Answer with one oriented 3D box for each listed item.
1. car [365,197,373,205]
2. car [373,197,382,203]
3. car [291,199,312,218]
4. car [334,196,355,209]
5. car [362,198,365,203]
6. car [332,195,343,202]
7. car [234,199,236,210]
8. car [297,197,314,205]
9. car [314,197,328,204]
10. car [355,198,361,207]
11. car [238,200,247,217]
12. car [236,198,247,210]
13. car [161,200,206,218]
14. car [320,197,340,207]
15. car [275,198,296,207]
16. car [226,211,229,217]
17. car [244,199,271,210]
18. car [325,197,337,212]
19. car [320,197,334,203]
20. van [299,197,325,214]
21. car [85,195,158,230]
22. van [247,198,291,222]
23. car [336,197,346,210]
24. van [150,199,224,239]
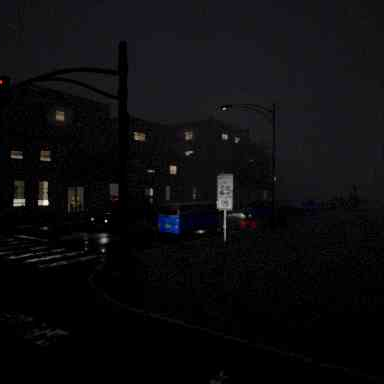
[{"bbox_3d":[34.842,1.810,67.338,1.887,1.381,4.507,0,0,35],"label":"car"},{"bbox_3d":[44.373,1.900,80.887,1.947,1.339,4.313,0,0,35],"label":"car"},{"bbox_3d":[9.427,1.656,31.206,1.887,1.381,4.507,0,0,35],"label":"car"},{"bbox_3d":[22.136,1.497,49.273,2.192,1.841,5.009,0,0,35],"label":"car"},{"bbox_3d":[28.587,1.748,58.445,1.752,1.417,4.829,0,0,35],"label":"car"},{"bbox_3d":[37.529,1.713,85.723,1.967,1.590,4.097,0,0,35],"label":"car"},{"bbox_3d":[5.762,1.507,40.560,1.967,1.590,4.097,0,0,35],"label":"car"},{"bbox_3d":[21.645,1.706,63.141,1.887,1.381,4.507,0,0,35],"label":"car"},{"bbox_3d":[27.900,1.729,72.035,1.752,1.417,4.829,0,0,35],"label":"car"},{"bbox_3d":[25.313,1.517,53.790,2.192,1.841,5.009,0,0,35],"label":"car"},{"bbox_3d":[6.596,1.689,31.680,1.895,1.301,4.718,1,0,35],"label":"car"},{"bbox_3d":[7.509,1.575,38.520,2.128,1.511,4.902,1,0,35],"label":"car"},{"bbox_3d":[-0.691,1.559,31.388,1.752,1.417,4.829,0,0,35],"label":"car"},{"bbox_3d":[22.770,1.658,54.674,1.882,1.535,5.008,1,0,35],"label":"car"},{"bbox_3d":[15.291,1.666,54.108,1.887,1.381,4.507,0,0,35],"label":"car"},{"bbox_3d":[1.551,1.530,30.064,1.882,1.535,5.008,1,0,35],"label":"car"},{"bbox_3d":[8.937,1.629,45.077,1.887,1.381,4.507,0,0,35],"label":"car"},{"bbox_3d":[15.879,1.671,40.379,1.752,1.417,4.829,0,0,35],"label":"car"},{"bbox_3d":[31.174,1.793,76.690,1.947,1.339,4.313,0,0,35],"label":"car"},{"bbox_3d":[12.605,1.469,35.723,1.690,1.788,3.998,0,0,35],"label":"van"},{"bbox_3d":[-4.262,1.248,21.802,2.150,2.045,5.566,1,0,35],"label":"car"},{"bbox_3d":[6.252,1.436,26.691,1.690,1.788,3.998,0,0,35],"label":"van"},{"bbox_3d":[18.958,1.729,44.756,1.947,1.339,4.313,0,0,35],"label":"car"},{"bbox_3d":[-0.102,1.407,17.658,1.690,1.788,3.998,0,0,35],"label":"van"}]
